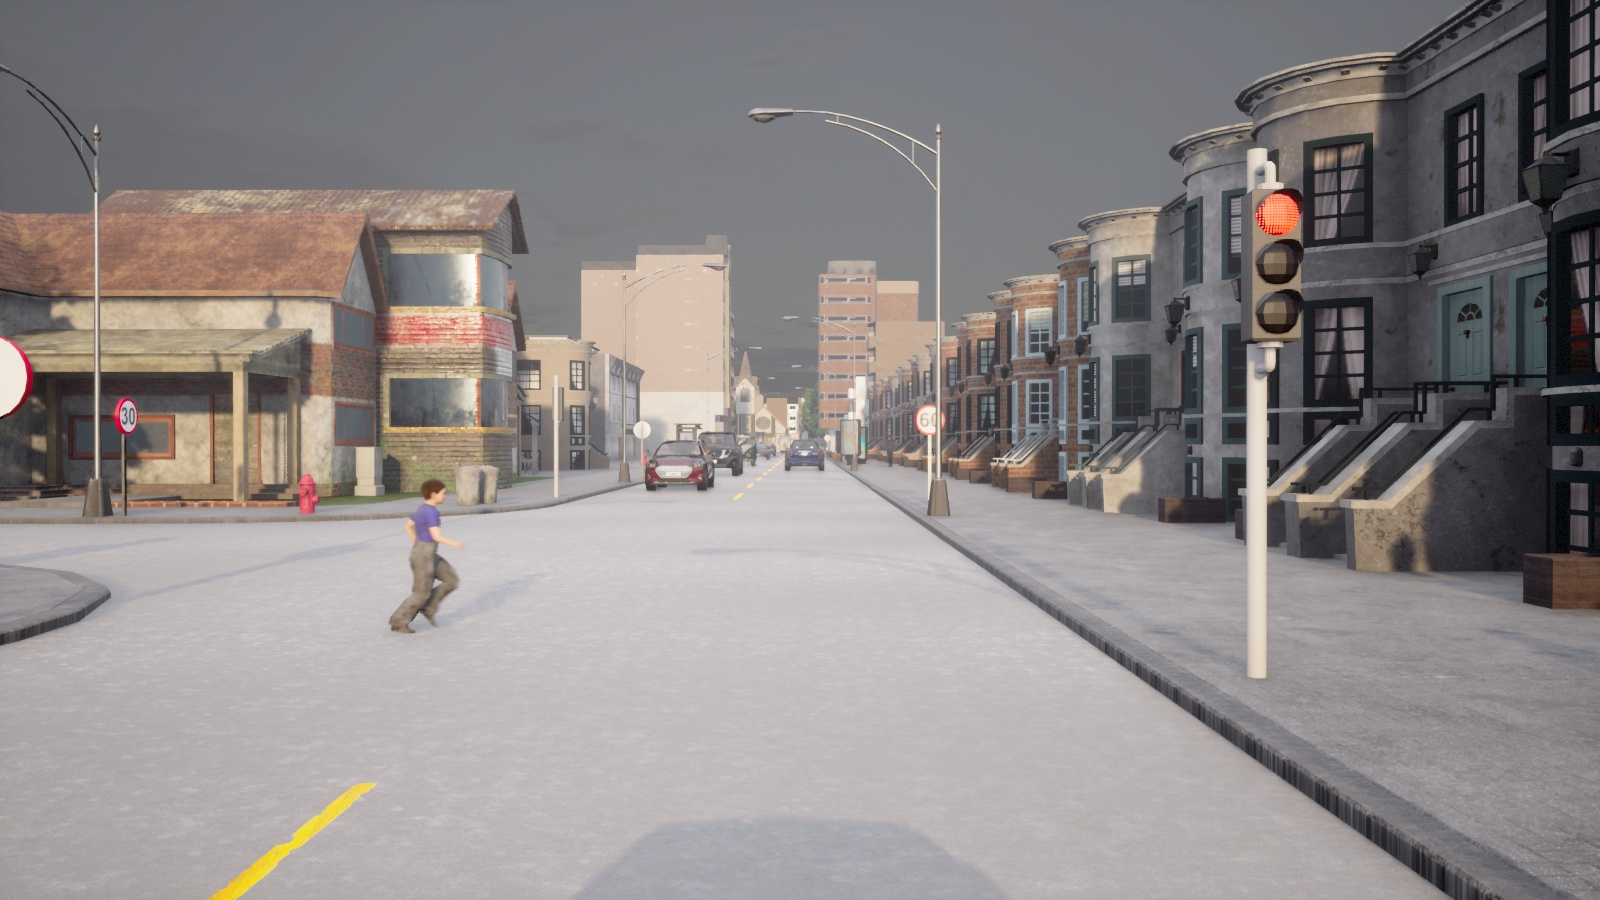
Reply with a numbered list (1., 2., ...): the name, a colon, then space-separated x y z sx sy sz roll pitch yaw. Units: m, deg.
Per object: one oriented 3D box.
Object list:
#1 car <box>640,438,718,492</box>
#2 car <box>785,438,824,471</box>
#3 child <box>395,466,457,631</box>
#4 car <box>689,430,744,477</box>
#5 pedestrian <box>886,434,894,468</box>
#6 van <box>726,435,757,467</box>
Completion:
1. car: -3.853 0.443 40.826 2.033 1.649 4.856 0 0 0
2. car: 0.246 0.218 68.521 2.097 1.767 4.553 0 0 0
3. child: -2.943 0.764 9.882 0.437 1.263 0.270 0 0 -24
4. car: -3.793 0.135 57.977 2.150 2.045 5.566 0 0 0
5. pedestrian: 5.149 0.055 71.832 0.423 1.949 0.788 0 0 7
6. van: -3.712 0.044 80.122 1.775 1.987 4.442 0 0 0
